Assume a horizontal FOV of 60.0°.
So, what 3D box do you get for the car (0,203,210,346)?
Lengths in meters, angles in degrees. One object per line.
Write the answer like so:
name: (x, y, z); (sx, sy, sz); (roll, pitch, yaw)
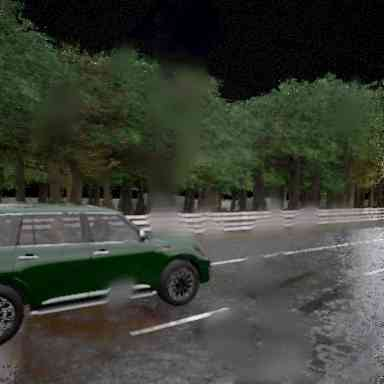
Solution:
car: (-2.239, 1.246, 6.467); (5.566, 2.045, 2.150); (1, -1, -36)
